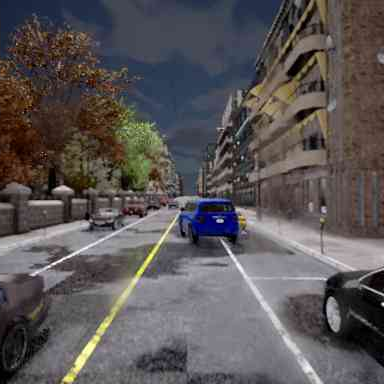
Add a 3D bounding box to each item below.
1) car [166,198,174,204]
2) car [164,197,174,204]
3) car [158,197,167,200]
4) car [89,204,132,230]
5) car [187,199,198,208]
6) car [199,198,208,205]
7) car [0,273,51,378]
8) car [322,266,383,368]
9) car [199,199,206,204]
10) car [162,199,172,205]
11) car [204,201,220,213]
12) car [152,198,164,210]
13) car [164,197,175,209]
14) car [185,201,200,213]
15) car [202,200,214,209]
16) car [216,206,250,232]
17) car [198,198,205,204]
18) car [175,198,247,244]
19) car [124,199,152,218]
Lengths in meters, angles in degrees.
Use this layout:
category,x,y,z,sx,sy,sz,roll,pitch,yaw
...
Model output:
category,x,y,z,sx,sy,sz,roll,pitch,yaw
car,-5.772,2.370,88.982,1.887,1.381,4.507,1,-1,0
car,-5.761,2.089,83.460,2.192,1.841,5.009,1,-1,0
car,-5.738,1.884,61.368,2.192,1.841,5.009,1,-1,0
car,-5.701,1.762,22.703,2.008,1.369,4.403,1,-1,0
car,0.035,2.040,60.739,1.882,1.535,5.008,0,0,0
car,2.622,2.162,77.945,1.967,1.590,4.097,1,-1,0
car,-3.104,1.575,2.865,2.033,1.411,5.357,0,-1,0
car,3.141,1.540,3.820,1.837,1.490,4.892,0,-1,0
car,2.614,2.355,83.467,1.802,1.307,4.206,1,-1,0
car,-5.760,2.267,77.935,1.887,1.381,4.507,1,-1,0
car,2.655,1.981,44.804,1.947,1.339,4.313,1,-1,0
car,-5.731,2.032,50.319,1.947,1.339,4.313,1,-1,0
car,-3.078,2.070,56.420,2.033,1.411,5.357,0,-1,0
car,0.051,1.939,44.526,1.812,1.442,4.674,0,-1,0
car,2.643,2.083,55.852,1.947,1.339,4.313,1,-1,0
car,2.679,1.738,22.882,1.752,1.417,4.829,1,-1,0
car,2.609,2.352,89.160,1.752,1.417,4.829,1,-1,0
car,0.716,1.381,17.079,2.150,2.045,5.566,0,0,-11
car,-5.708,1.628,33.752,2.192,1.841,5.009,1,-1,0
